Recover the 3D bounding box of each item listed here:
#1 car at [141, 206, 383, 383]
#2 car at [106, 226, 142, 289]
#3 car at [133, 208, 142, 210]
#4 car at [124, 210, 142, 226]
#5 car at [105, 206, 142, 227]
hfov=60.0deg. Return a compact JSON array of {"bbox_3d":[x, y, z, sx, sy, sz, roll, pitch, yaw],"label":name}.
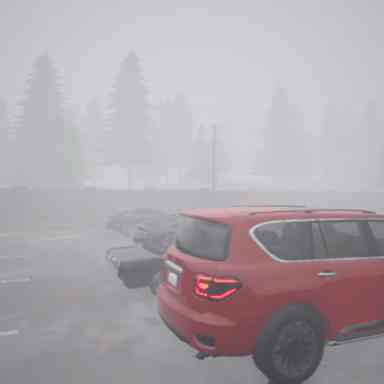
[{"bbox_3d":[2.215,1.260,5.421,5.566,2.045,2.150,1,0,-22],"label":"car"},{"bbox_3d":[0.339,1.638,8.432,4.718,1.301,1.895,1,0,-22],"label":"car"},{"bbox_3d":[-0.395,1.626,15.703,4.181,1.385,1.994,1,0,-22],"label":"car"},{"bbox_3d":[0.256,1.544,12.185,4.902,1.511,2.128,1,0,-22],"label":"car"},{"bbox_3d":[-2.353,1.565,18.682,4.892,1.490,1.837,1,0,-22],"label":"car"}]
